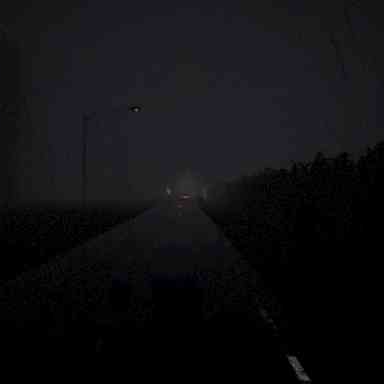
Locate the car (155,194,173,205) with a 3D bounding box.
[{"bbox_3d":[-3.419,0.952,40.939,2.097,1.767,4.553,0,0,-1],"label":"car"}]

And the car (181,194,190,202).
[{"bbox_3d":[-1.288,1.525,69.952,1.895,1.301,4.718,0,0,-1],"label":"car"}]

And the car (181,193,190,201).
[{"bbox_3d":[-1.503,1.187,79.971,2.097,1.767,4.553,0,0,-1],"label":"car"}]
